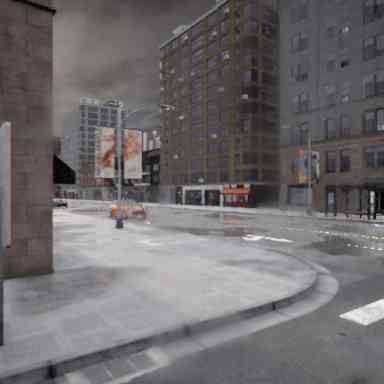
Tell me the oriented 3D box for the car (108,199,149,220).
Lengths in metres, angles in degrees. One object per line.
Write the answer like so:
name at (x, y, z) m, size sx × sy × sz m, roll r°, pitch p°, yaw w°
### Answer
car at (-5.510, 1.408, 28.614) m, size 2.097 × 1.767 × 4.553 m, roll 0°, pitch 0°, yaw -35°

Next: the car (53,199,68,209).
car at (-19.368, 1.713, 48.113) m, size 1.895 × 1.301 × 4.718 m, roll 0°, pitch 0°, yaw -35°
